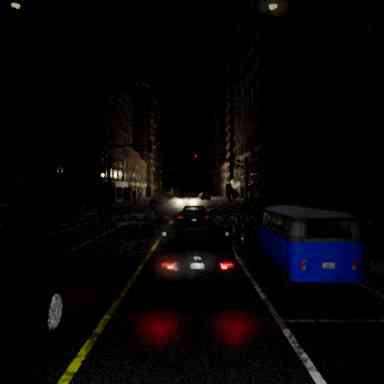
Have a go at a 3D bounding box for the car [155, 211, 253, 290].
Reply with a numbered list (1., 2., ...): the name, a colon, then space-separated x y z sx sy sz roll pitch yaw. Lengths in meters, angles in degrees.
1. car: 0.105 1.493 9.069 2.033 1.411 5.357 0 0 0

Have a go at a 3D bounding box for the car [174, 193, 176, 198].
1. car: -5.630 1.062 79.703 2.008 1.369 4.403 0 0 0

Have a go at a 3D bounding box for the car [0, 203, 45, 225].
1. car: -5.666 1.263 8.760 2.192 1.841 5.009 0 0 0

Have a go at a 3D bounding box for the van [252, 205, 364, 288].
1. van: 2.859 1.289 8.796 1.690 1.788 3.998 0 0 0

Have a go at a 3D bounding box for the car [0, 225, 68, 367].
1. car: -3.091 1.455 3.798 1.882 1.535 5.008 0 0 0

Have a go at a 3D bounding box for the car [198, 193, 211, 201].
1. car: 2.889 1.012 68.833 1.967 1.590 4.097 0 0 0

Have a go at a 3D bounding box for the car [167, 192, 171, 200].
1. car: -5.638 1.148 63.351 1.887 1.381 4.507 0 0 0

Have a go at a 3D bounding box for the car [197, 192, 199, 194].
1. car: 2.895 1.062 79.730 2.008 1.369 4.403 0 0 0

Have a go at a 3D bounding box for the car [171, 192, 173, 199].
1. car: -5.636 1.117 68.802 1.887 1.381 4.507 0 0 0

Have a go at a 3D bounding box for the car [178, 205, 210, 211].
1. car: 0.110 1.446 19.389 1.994 1.385 4.181 0 0 0

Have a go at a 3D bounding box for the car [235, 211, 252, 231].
1. car: 2.863 1.479 14.458 1.947 1.339 4.313 0 0 0

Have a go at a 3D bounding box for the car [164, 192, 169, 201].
1. car: -5.641 1.187 57.900 2.008 1.369 4.403 0 0 0

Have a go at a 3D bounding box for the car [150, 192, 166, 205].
1. car: -5.644 1.196 52.279 1.752 1.417 4.829 0 0 0
